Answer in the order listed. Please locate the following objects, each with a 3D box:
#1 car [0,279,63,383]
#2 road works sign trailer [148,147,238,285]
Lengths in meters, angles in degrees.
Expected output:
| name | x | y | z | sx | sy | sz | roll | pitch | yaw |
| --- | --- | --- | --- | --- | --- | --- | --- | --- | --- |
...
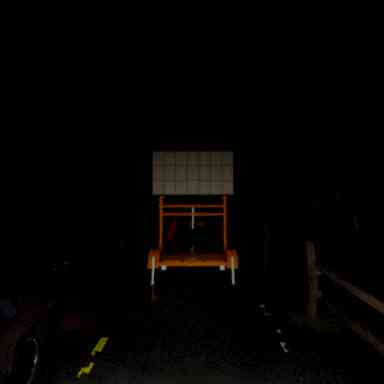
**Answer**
| name | x | y | z | sx | sy | sz | roll | pitch | yaw |
| --- | --- | --- | --- | --- | --- | --- | --- | --- | --- |
| car | -2.740 | 1.563 | 2.401 | 2.033 | 1.411 | 5.357 | 0 | 0 | 0 |
| road works sign trailer | 0.028 | 0.520 | 9.620 | 2.380 | 3.560 | 2.880 | 0 | 0 | 0 |
